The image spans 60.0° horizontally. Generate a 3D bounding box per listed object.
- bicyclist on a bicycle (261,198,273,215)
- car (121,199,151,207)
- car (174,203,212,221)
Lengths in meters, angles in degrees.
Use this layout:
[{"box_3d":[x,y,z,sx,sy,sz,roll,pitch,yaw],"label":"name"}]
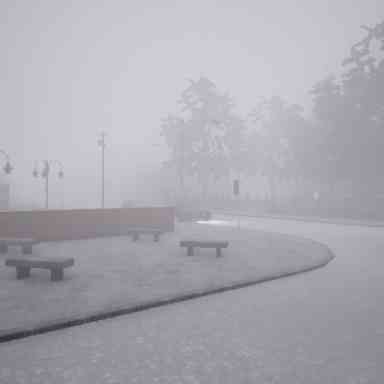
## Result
[{"box_3d":[7.092,1.349,31.482,1.656,1.620,0.582,0,0,-35],"label":"bicyclist on a bicycle"},{"box_3d":[-6.019,1.505,35.458,1.837,1.490,4.892,0,0,-35],"label":"car"},{"box_3d":[-0.240,1.564,27.310,1.994,1.385,4.181,0,0,-35],"label":"car"}]
